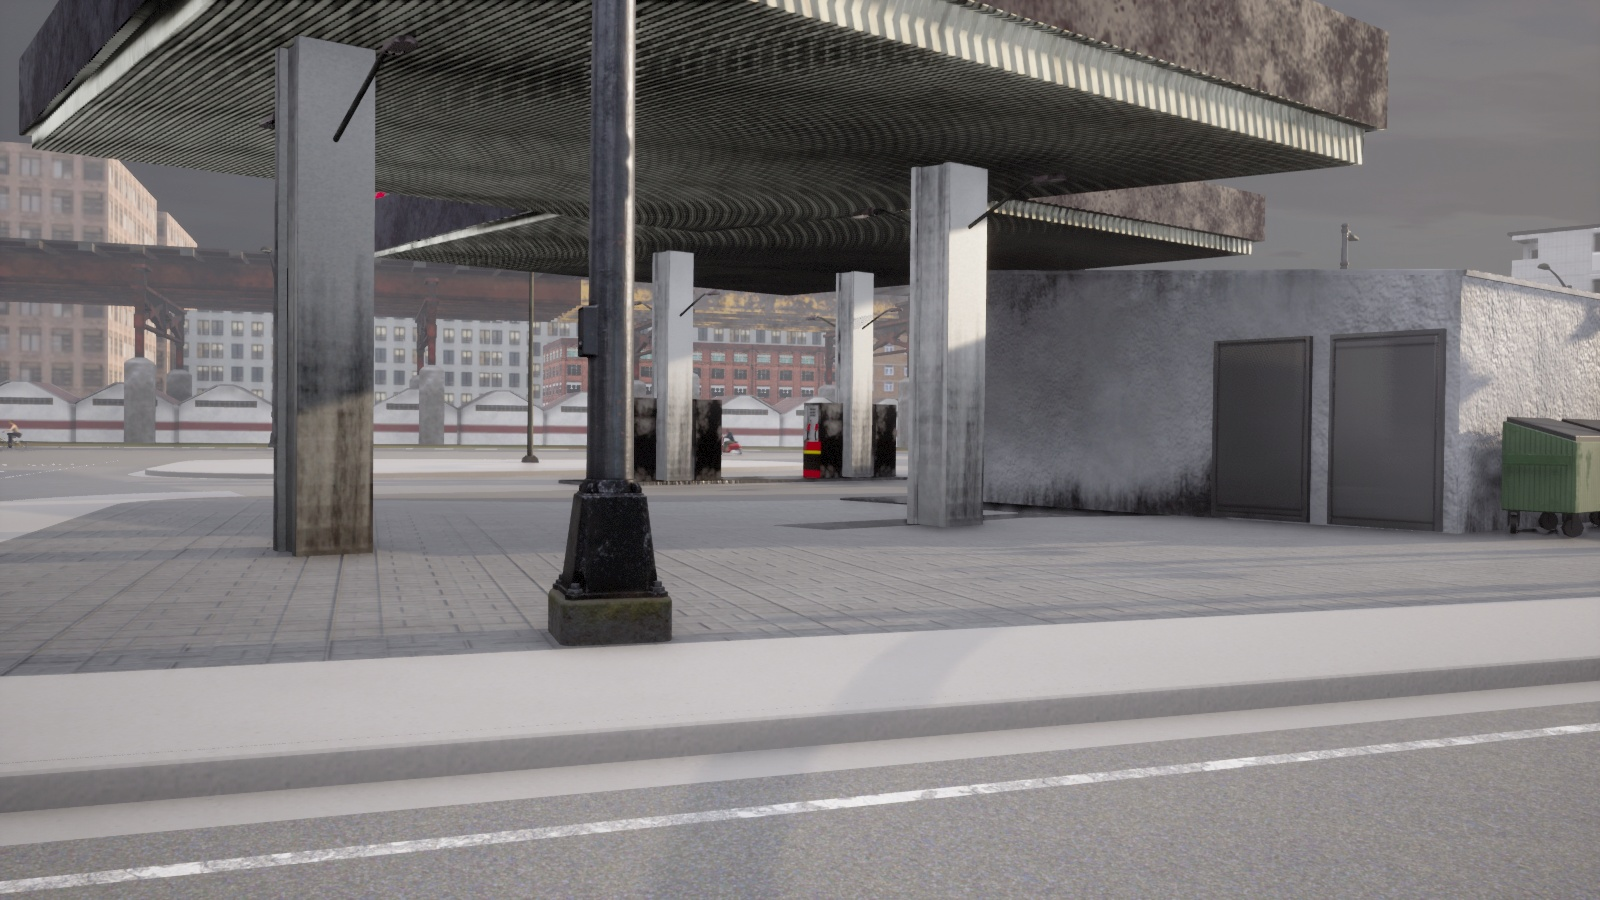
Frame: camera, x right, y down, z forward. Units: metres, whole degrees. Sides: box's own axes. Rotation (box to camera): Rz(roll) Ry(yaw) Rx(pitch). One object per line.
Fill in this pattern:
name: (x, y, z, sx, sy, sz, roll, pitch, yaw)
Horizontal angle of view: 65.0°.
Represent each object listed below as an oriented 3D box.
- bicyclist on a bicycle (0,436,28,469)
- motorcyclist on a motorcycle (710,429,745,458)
bicyclist on a bicycle: (-39.758, 0.138, 63.094, 1.509, 1.612, 0.866, -1, 1, -19)
motorcyclist on a motorcycle: (-4.170, -0.371, 71.735, 1.817, 1.590, 0.866, -1, 1, -18)
